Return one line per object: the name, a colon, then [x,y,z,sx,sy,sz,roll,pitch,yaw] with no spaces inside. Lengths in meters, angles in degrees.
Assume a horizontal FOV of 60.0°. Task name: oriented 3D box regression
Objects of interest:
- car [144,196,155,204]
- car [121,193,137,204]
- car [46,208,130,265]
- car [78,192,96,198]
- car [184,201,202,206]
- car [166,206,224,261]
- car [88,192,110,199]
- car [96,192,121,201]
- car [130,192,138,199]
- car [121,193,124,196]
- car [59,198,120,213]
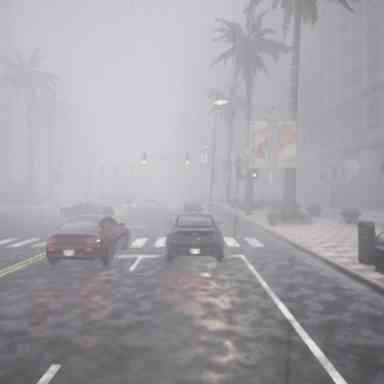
car: [-7.981,1.467,61.679,2.033,1.411,5.357,0,0,-12]
car: [-11.186,1.427,59.547,1.837,1.490,4.892,0,0,-10]
car: [-3.404,1.510,11.519,1.812,1.442,4.674,0,0,0]
car: [-28.419,1.420,89.341,4.718,1.301,1.895,0,0,22]
car: [0.114,1.557,33.870,1.895,1.301,4.718,0,0,0]
car: [0.098,1.489,12.176,1.837,1.490,4.892,0,0,0]
car: [-25.765,0.949,91.997,5.566,2.045,2.150,0,0,22]
car: [-18.785,1.128,74.613,2.150,2.045,5.566,0,0,-40]
car: [-16.509,1.113,86.496,5.566,2.045,2.150,0,0,35]
car: [-15.949,1.495,76.701,1.895,1.301,4.718,0,0,-40]
car: [-9.078,1.510,28.612,5.357,1.411,2.033,0,0,34]
